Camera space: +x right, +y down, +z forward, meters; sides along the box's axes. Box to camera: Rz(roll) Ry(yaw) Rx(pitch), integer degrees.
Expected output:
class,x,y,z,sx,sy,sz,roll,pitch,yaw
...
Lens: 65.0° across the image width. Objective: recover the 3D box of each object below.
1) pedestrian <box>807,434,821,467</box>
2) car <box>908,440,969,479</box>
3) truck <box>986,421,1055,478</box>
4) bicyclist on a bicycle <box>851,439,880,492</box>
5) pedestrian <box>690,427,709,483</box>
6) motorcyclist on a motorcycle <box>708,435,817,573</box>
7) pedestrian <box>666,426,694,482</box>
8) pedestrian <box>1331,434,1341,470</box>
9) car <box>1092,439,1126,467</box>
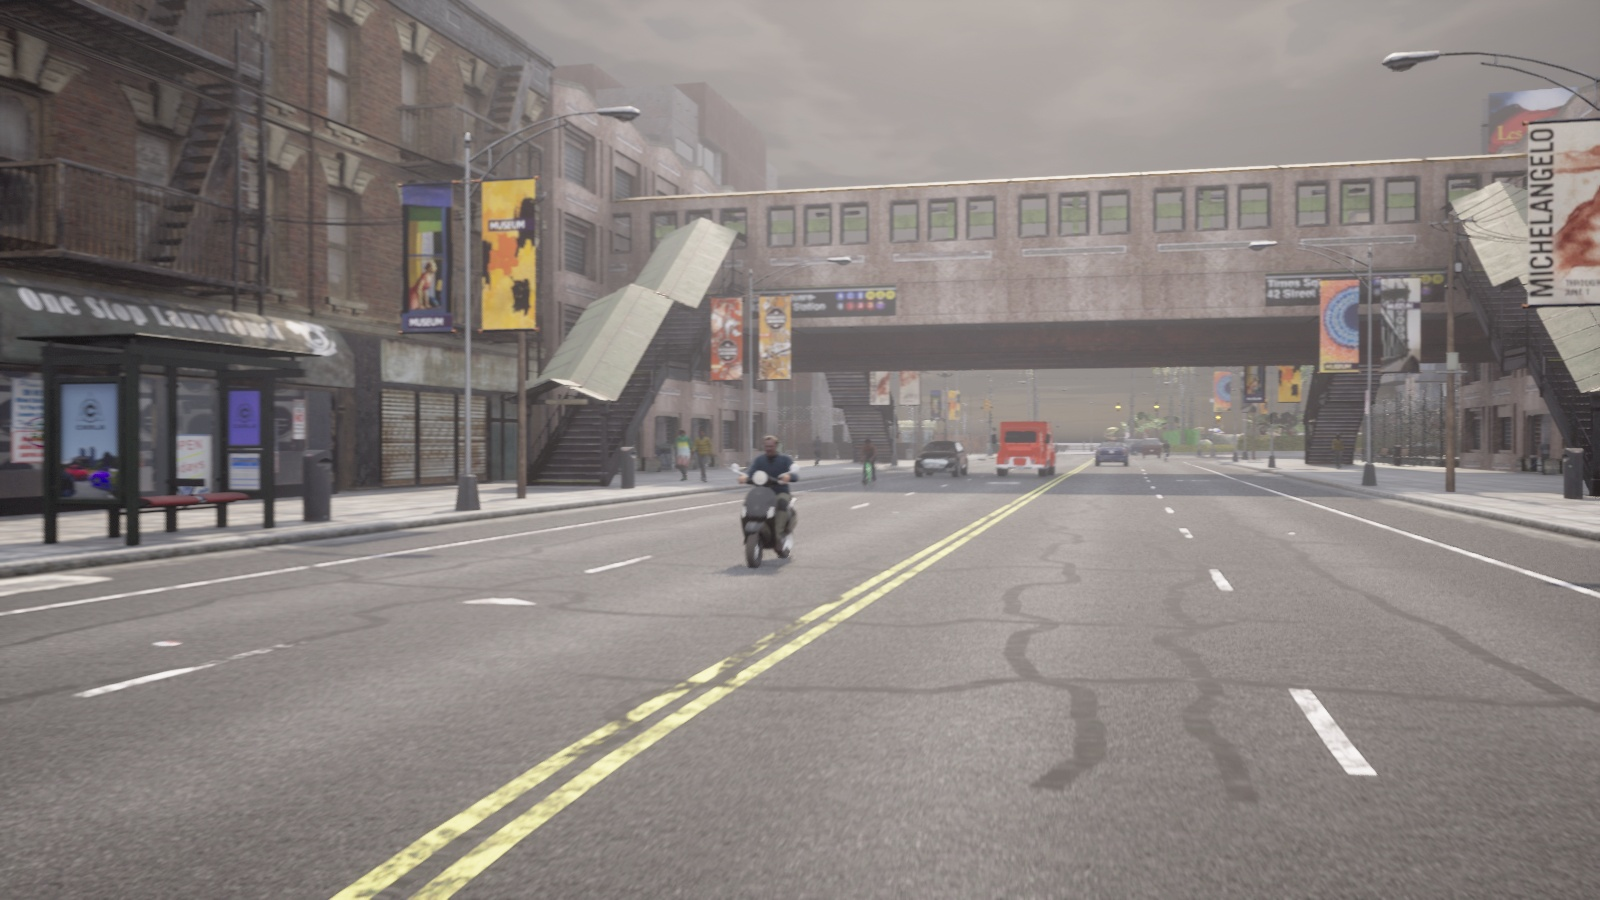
class,x,y,z,sx,sy,sz,roll,pitch,yaw
pedestrian,0.808,0.007,70.228,0.540,1.848,0.694,0,0,26
car,6.194,0.373,55.781,2.033,1.649,4.856,0,0,15
truck,9.972,-0.041,56.404,2.627,2.467,5.204,0,0,15
bicyclist on a bicycle,2.063,0.480,39.505,0.582,1.620,1.656,0,1,14
pedestrian,-3.350,0.160,41.930,0.431,1.840,0.709,0,0,15
motorcyclist on a motorcycle,-0.428,0.612,15.383,0.866,1.590,1.817,0,0,14
pedestrian,-4.200,0.146,44.095,0.659,1.952,0.873,0,0,22
pedestrian,27.295,0.093,63.949,0.370,1.835,0.726,0,0,16
car,20.282,0.177,82.381,2.097,1.767,4.553,0,0,14
